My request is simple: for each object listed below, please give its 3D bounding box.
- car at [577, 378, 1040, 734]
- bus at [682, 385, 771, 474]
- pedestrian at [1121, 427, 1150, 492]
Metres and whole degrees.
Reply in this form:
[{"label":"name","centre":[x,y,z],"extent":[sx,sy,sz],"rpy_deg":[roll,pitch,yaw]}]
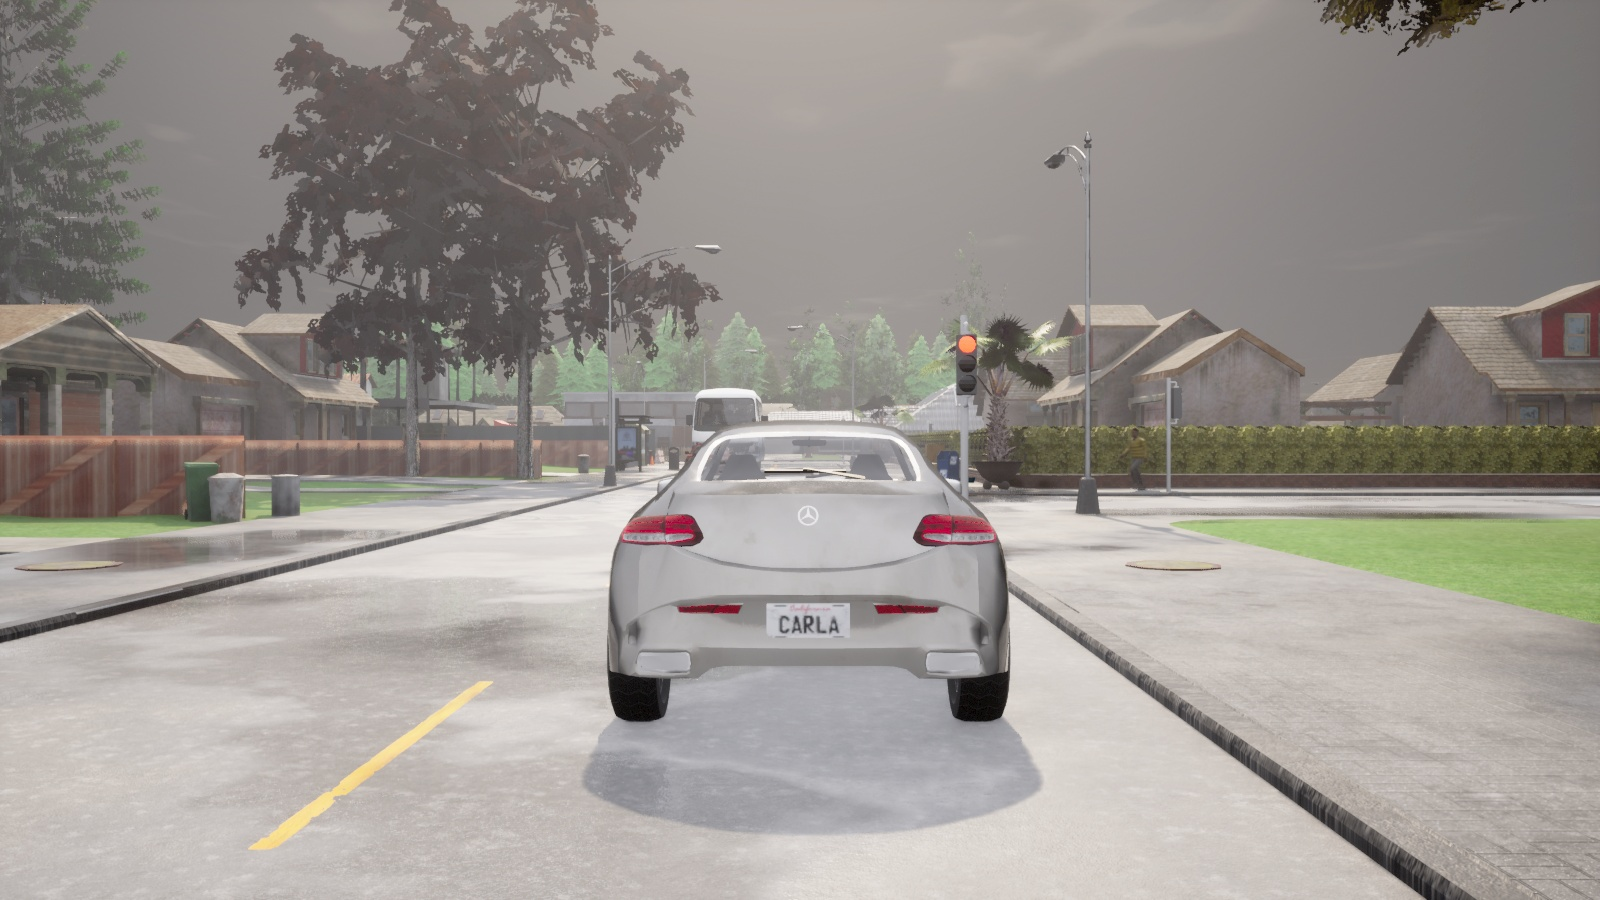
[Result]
[{"label":"car","centre":[0.062,0.478,8.355],"extent":[2.152,1.651,5.027],"rpy_deg":[0,0,1]},{"label":"bus","centre":[-3.622,-1.001,65.183],"extent":[3.944,4.253,10.273],"rpy_deg":[0,0,0]},{"label":"pedestrian","centre":[9.616,0.261,35.987],"extent":[0.709,1.840,0.431],"rpy_deg":[0,0,-26]}]
